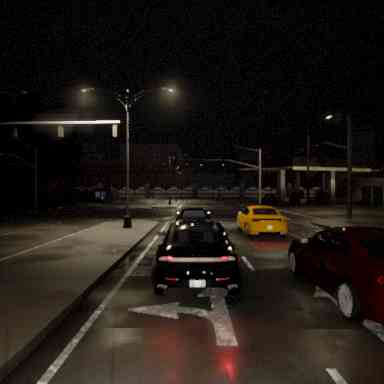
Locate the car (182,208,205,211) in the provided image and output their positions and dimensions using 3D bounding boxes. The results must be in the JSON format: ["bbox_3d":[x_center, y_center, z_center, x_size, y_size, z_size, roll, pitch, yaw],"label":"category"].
[{"bbox_3d":[0.087,1.555,18.299,1.994,1.385,4.181,0,0,0],"label":"car"}]

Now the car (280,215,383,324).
[{"bbox_3d":[3.598,1.474,7.215,1.882,1.535,5.008,0,0,0],"label":"car"}]

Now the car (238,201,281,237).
[{"bbox_3d":[3.603,1.468,17.814,1.882,1.535,5.008,0,0,0],"label":"car"}]

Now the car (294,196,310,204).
[{"bbox_3d":[18.950,1.426,57.465,1.970,1.475,3.806,0,0,0],"label":"car"}]

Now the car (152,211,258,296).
[{"bbox_3d":[0.098,1.486,8.595,2.128,1.511,4.902,0,0,0],"label":"car"}]

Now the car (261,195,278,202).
[{"bbox_3d":[13.205,1.266,56.702,2.242,1.667,4.611,0,0,0],"label":"car"}]
